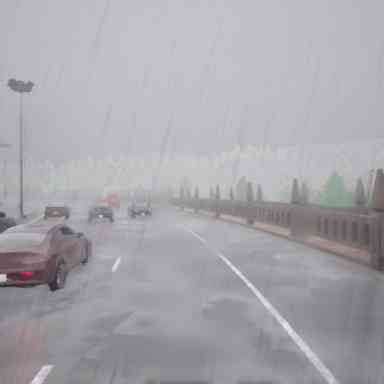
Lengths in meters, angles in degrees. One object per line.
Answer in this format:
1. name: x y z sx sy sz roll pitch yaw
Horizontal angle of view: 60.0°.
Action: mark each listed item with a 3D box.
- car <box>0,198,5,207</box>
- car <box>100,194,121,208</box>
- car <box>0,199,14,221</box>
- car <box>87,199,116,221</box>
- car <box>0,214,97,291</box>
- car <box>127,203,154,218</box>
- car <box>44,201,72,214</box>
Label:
1. car: -31.497 1.694 53.404 2.033 1.411 5.357 0 0 -34
2. car: -11.960 1.289 48.352 2.150 2.045 5.566 0 0 -26
3. car: -7.729 1.257 10.947 2.150 2.045 5.566 0 0 -7
4. car: -7.393 1.545 26.940 1.837 1.490 4.892 0 0 -15
5. car: -4.024 1.545 8.906 1.812 1.442 4.674 0 0 -5
6. car: -4.903 1.633 31.018 1.895 1.301 4.718 0 0 -17
7. car: -11.658 1.536 29.072 1.882 1.535 5.008 0 0 -17
